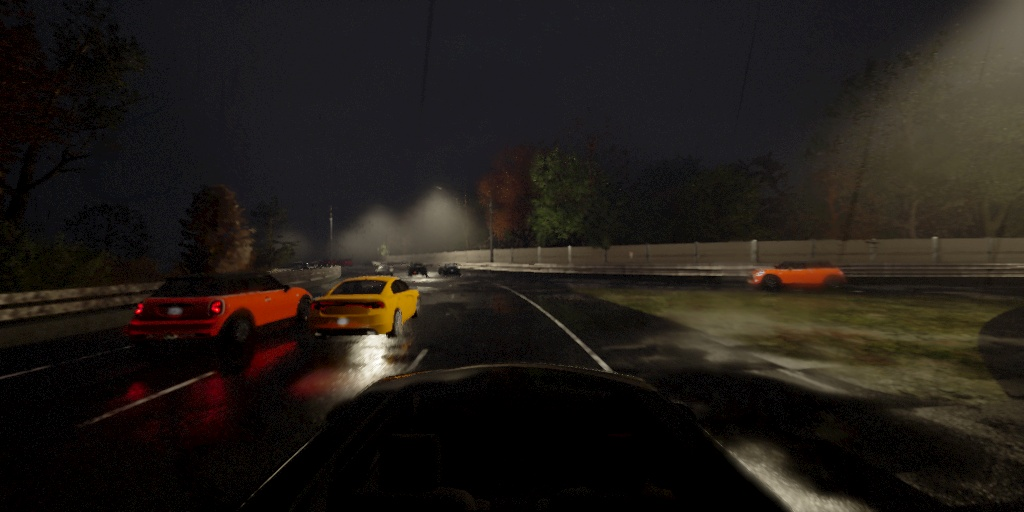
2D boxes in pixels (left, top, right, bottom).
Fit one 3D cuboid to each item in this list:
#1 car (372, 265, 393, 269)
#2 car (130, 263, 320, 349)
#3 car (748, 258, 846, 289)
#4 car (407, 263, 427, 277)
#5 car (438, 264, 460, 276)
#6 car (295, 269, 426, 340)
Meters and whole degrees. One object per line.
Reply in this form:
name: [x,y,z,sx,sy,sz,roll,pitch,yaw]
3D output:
car: [-13.867,1.676,39.005,1.895,1.301,4.718,0,0,-20]
car: [-7.416,1.214,9.844,2.097,1.767,4.553,-1,0,-4]
car: [17.177,1.046,21.926,4.553,1.767,2.097,-1,0,21]
car: [-10.751,1.560,40.655,1.837,1.490,4.892,0,0,-20]
car: [-7.324,1.591,41.474,1.994,1.385,4.181,0,0,-20]
car: [-3.934,1.310,10.397,1.882,1.535,5.008,0,0,-5]
